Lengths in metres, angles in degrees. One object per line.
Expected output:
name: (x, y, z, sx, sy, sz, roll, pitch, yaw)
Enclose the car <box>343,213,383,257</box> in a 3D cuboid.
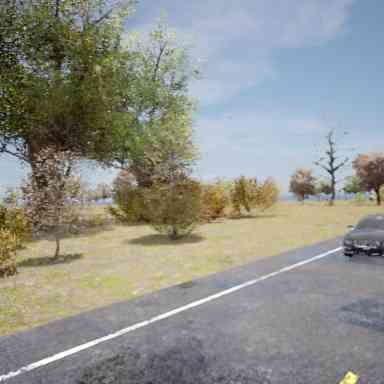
car: (7.319, 1.601, 12.714, 1.837, 1.490, 4.892, -3, -2, 42)
